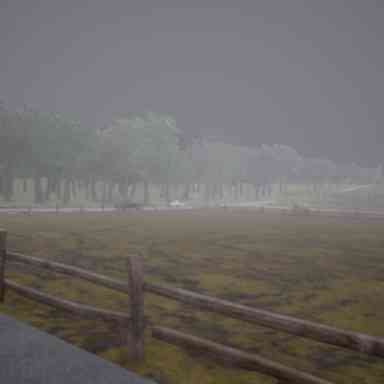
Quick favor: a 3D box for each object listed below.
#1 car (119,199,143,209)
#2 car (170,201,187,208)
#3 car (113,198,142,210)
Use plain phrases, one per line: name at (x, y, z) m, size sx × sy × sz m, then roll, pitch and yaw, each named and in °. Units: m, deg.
car at (-12.131, 2.354, 66.470) m, size 2.097 × 1.767 × 4.553 m, roll 3°, pitch 1°, yaw 35°
car at (-3.091, 2.683, 74.495) m, size 1.812 × 1.442 × 4.674 m, roll 3°, pitch 1°, yaw 35°
car at (-12.091, 2.272, 61.739) m, size 2.150 × 2.045 × 5.566 m, roll 3°, pitch 1°, yaw 35°
